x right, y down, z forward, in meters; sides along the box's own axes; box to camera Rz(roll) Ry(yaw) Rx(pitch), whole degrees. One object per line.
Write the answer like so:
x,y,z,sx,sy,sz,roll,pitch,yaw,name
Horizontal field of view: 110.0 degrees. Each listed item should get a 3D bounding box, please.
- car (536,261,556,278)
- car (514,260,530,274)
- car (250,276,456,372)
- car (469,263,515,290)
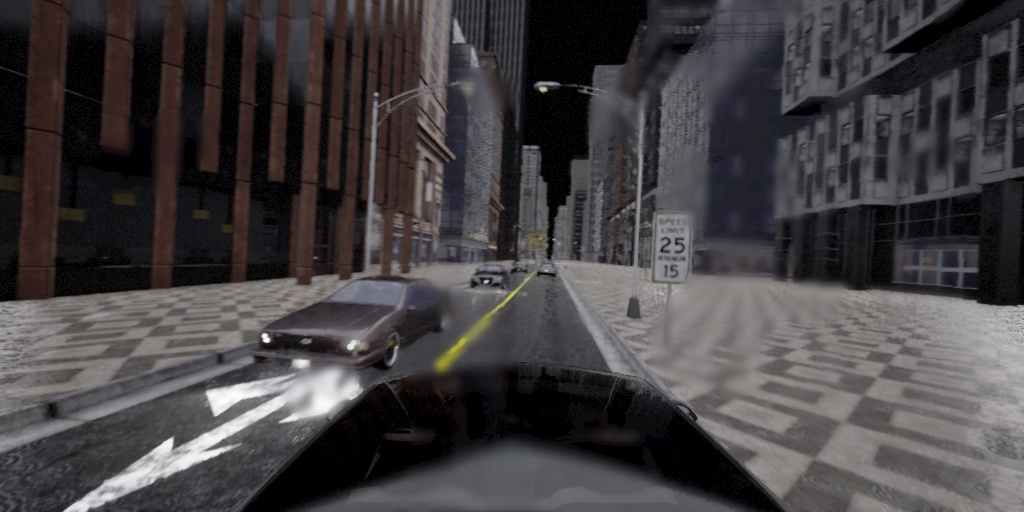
3.601,1.422,37.223,1.994,1.385,4.181,3,0,6,car
1.000,1.255,41.667,1.837,1.490,4.892,3,0,6,car
-2.674,1.153,7.729,2.033,1.411,5.357,3,0,6,car
-1.212,1.216,21.604,1.994,1.385,4.181,3,0,6,car
